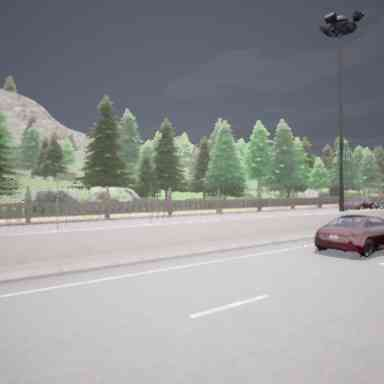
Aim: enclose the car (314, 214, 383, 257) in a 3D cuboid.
[{"bbox_3d":[6.677,1.578,13.053,4.181,1.385,1.994,0,0,-36],"label":"car"}]
